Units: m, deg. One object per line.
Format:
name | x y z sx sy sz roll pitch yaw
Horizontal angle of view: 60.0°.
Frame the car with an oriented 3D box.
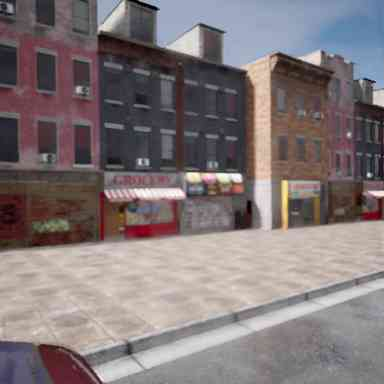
car | -2.342 1.563 1.385 4.181 1.385 1.994 0 0 -35
